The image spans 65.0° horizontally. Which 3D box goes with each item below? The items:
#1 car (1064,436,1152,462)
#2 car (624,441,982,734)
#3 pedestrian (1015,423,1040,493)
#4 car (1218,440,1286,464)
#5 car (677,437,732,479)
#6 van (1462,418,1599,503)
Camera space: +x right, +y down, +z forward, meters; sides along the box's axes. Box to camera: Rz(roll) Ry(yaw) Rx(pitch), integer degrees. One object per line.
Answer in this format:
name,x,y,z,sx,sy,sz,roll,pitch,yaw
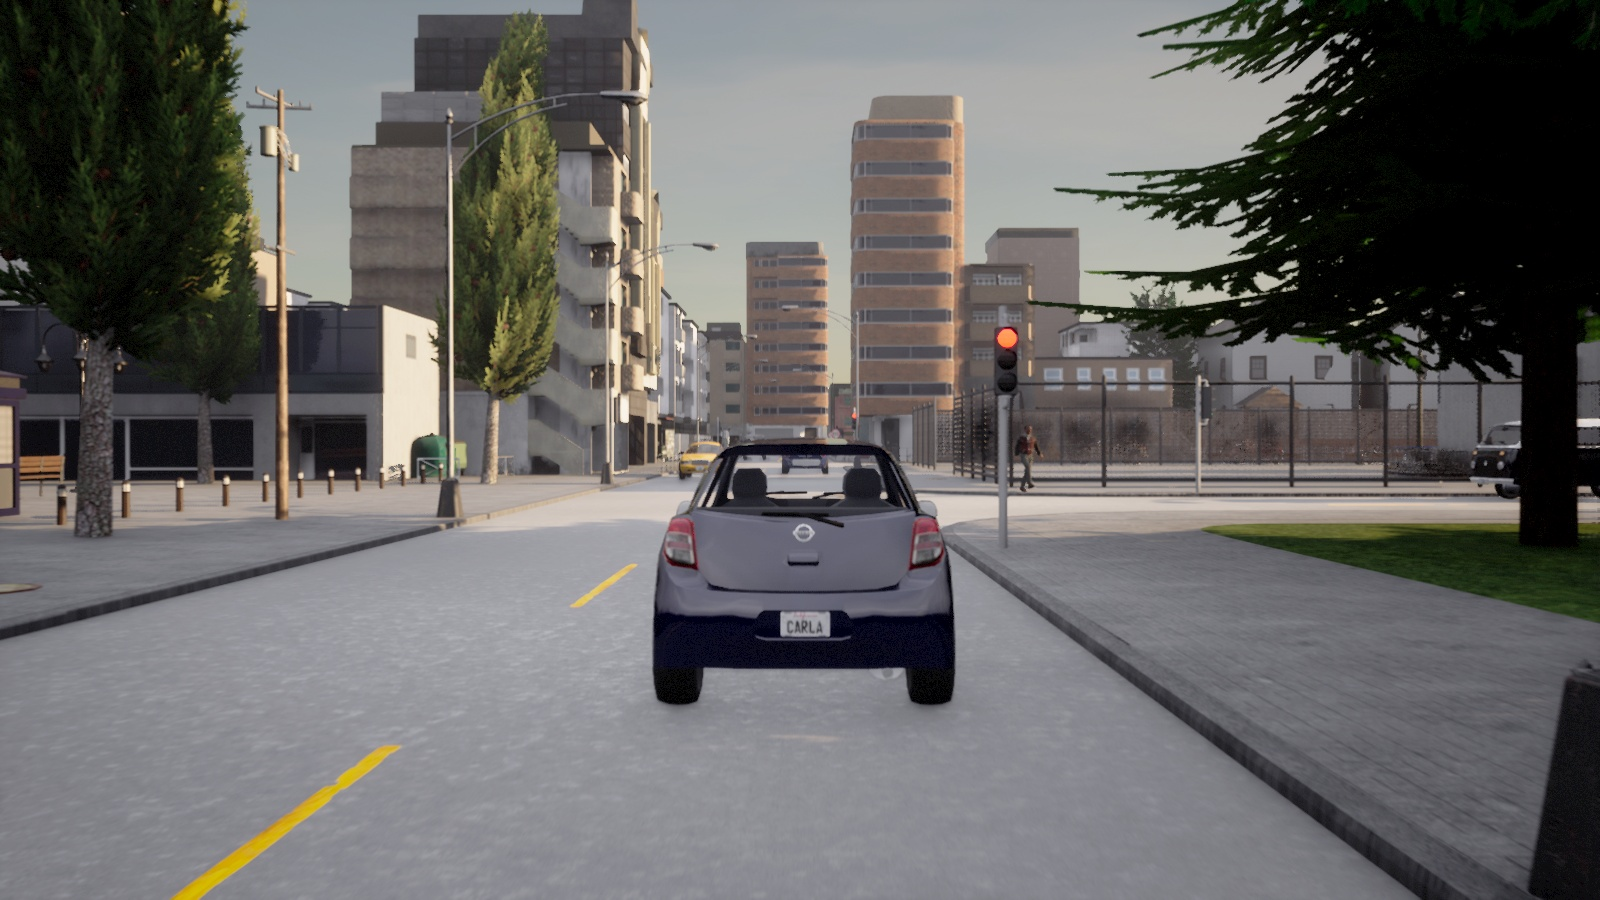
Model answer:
car,19.648,-0.088,80.262,5.027,1.651,2.152,0,0,-1
car,0.039,0.695,8.288,1.845,1.501,3.633,0,0,1
pedestrian,6.070,0.198,33.557,0.376,1.854,0.720,0,0,-15
car,28.821,0.120,80.203,3.705,1.549,1.789,0,0,0
car,-3.773,0.289,50.243,1.801,1.575,5.366,0,0,0
van,19.111,0.242,30.968,4.480,2.038,2.069,0,0,-1
